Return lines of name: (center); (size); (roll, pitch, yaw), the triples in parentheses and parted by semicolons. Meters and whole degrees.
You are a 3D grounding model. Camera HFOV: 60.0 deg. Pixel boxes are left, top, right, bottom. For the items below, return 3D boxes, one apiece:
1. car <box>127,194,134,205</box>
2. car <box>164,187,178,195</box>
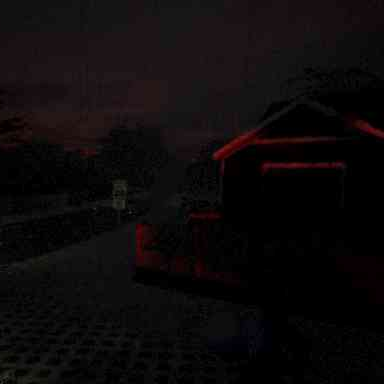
car: (-9.814, 1.057, 49.652); (1.812, 1.442, 4.674); (2, 1, -3)
car: (-5.932, -0.273, 88.949); (2.150, 2.045, 5.566); (2, 2, 6)
